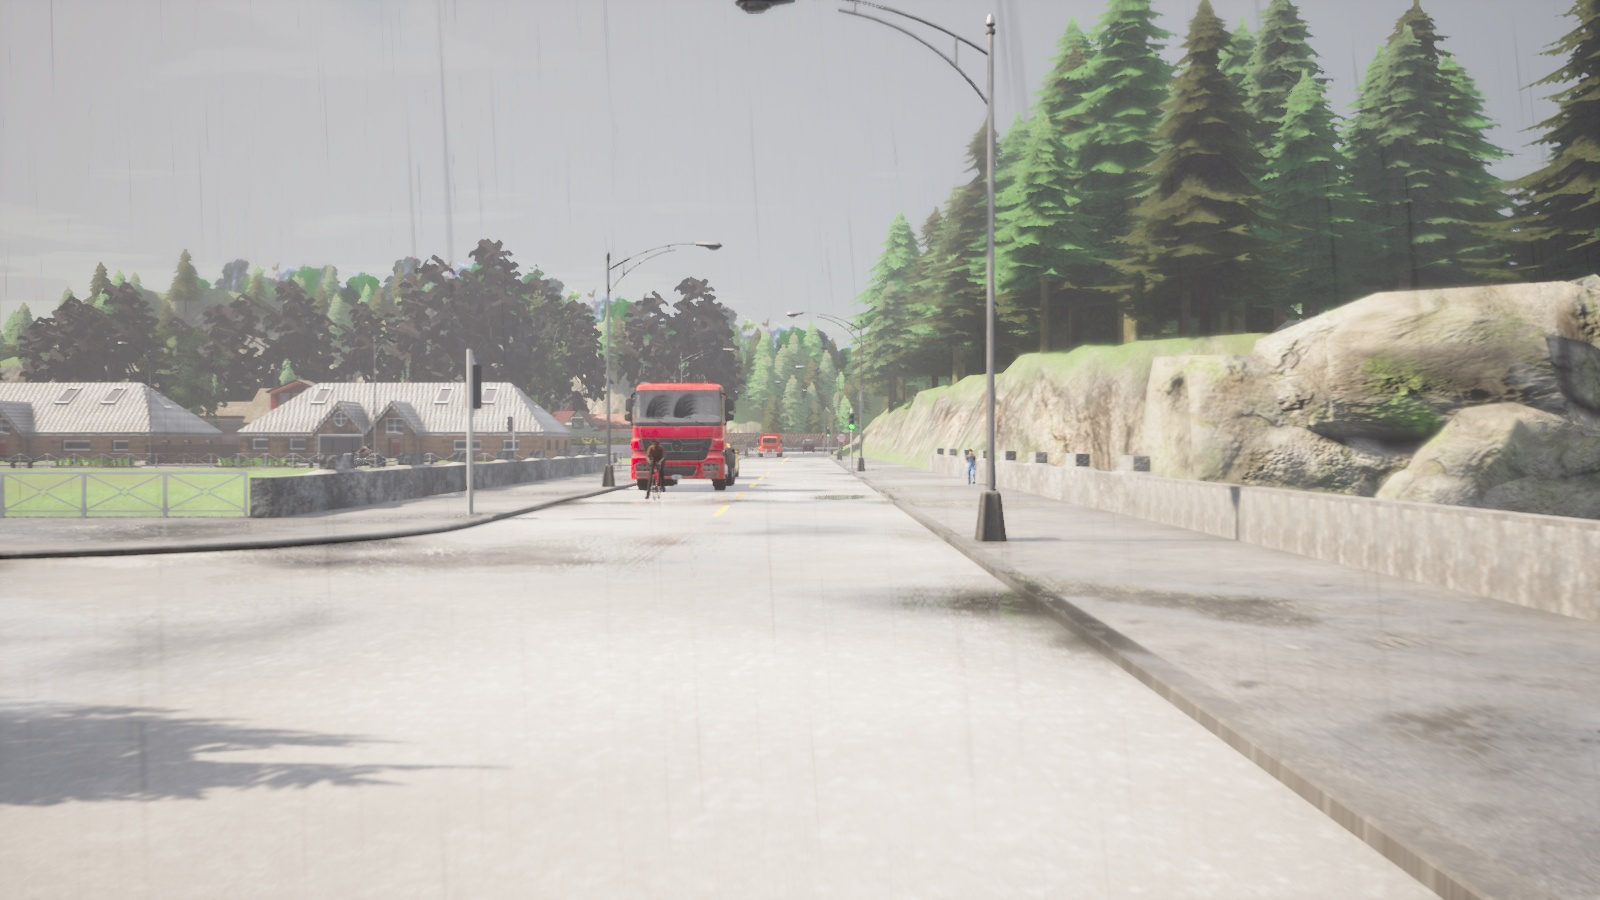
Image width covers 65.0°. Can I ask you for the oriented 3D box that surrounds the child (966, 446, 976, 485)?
[{"bbox_3d":[5.604,0.509,41.132,0.270,1.263,0.437,0,0,0],"label":"child"}]

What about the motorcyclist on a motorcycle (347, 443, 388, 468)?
[{"bbox_3d":[-25.988,0.336,75.430,2.191,1.530,0.866,0,0,0],"label":"motorcyclist on a motorcycle"}]

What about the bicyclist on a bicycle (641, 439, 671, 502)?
[{"bbox_3d":[-3.763,0.511,32.829,0.582,1.620,1.656,0,1,0],"label":"bicyclist on a bicycle"}]

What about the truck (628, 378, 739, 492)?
[{"bbox_3d":[-3.702,-0.474,41.855,2.891,3.462,7.936,0,0,0],"label":"truck"}]
